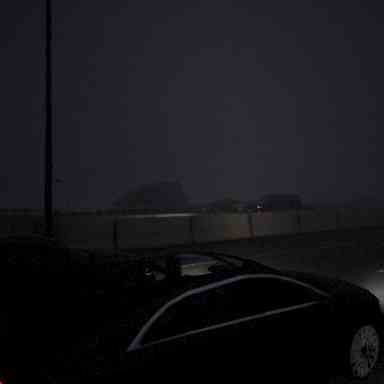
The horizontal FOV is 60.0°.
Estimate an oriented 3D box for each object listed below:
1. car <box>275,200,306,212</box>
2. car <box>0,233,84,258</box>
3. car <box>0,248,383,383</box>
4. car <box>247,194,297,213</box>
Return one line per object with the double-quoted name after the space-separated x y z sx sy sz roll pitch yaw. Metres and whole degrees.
7.625 1.553 24.947 4.181 1.385 1.994 0 0 -29 "car"
-3.025 1.466 5.782 5.008 1.535 1.882 0 0 -35 "car"
0.326 1.488 3.849 4.902 1.511 2.128 0 0 -35 "car"
7.122 1.206 28.694 5.566 2.045 2.150 0 0 -28 "car"
